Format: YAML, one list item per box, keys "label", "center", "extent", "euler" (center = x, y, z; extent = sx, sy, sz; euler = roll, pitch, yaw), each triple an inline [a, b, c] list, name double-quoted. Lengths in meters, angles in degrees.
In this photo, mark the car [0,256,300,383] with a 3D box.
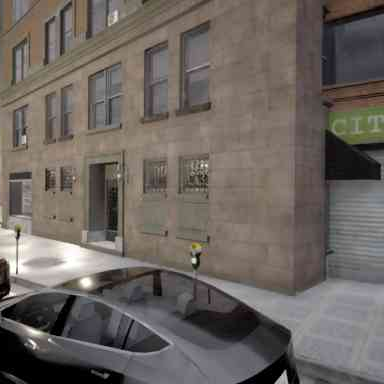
- label: "car"
  center: [-1.010, 1.565, 3.793]
  extent: [4.313, 1.339, 1.947]
  euler: [0, 1, 35]
